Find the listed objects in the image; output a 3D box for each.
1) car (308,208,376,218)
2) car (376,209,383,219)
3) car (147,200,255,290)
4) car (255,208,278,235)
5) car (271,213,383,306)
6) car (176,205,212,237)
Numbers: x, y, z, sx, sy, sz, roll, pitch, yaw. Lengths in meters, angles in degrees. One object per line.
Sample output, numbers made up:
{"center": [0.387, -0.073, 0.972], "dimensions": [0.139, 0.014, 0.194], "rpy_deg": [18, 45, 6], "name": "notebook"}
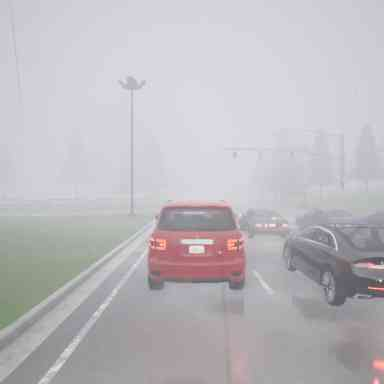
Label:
{"center": [7.137, 1.547, 17.653], "dimensions": [2.033, 1.411, 5.357], "rpy_deg": [0, 0, 0], "name": "car"}
{"center": [10.636, 1.564, 17.534], "dimensions": [1.994, 1.385, 4.181], "rpy_deg": [0, 0, 0], "name": "car"}
{"center": [0.112, 1.221, 9.225], "dimensions": [2.150, 2.045, 5.566], "rpy_deg": [0, 0, 0], "name": "car"}
{"center": [3.636, 1.547, 17.538], "dimensions": [2.033, 1.411, 5.357], "rpy_deg": [0, 0, 0], "name": "car"}
{"center": [3.615, 1.492, 8.012], "dimensions": [2.128, 1.511, 4.902], "rpy_deg": [0, 0, 0], "name": "car"}
{"center": [0.123, 1.526, 18.928], "dimensions": [1.812, 1.442, 4.674], "rpy_deg": [0, 0, 0], "name": "car"}
